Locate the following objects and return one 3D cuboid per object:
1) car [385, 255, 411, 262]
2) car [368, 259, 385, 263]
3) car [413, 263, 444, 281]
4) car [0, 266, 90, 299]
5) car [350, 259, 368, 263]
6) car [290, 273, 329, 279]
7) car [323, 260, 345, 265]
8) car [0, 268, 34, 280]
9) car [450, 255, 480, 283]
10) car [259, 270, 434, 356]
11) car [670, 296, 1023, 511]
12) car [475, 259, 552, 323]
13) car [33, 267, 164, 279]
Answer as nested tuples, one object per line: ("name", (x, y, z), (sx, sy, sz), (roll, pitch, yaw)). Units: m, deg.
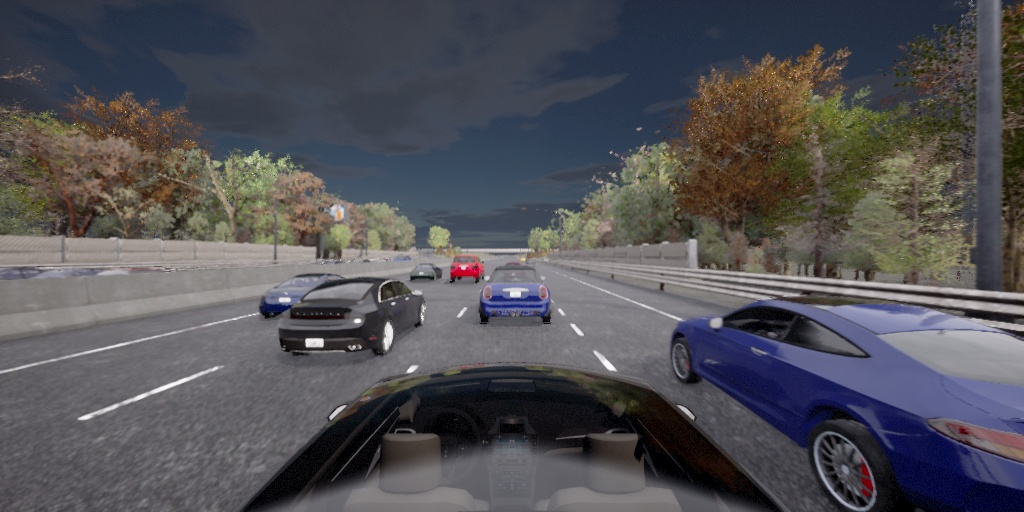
("car", (-17.556, 0.924, 56.615), (2.150, 2.045, 5.566), (0, 0, 1))
("car", (-21.051, 1.229, 58.037), (1.812, 1.442, 4.674), (0, 0, 1))
("car", (-6.901, 1.285, 29.334), (1.994, 1.385, 4.181), (0, 0, 0))
("car", (-24.603, 1.278, 17.350), (2.033, 1.411, 5.357), (0, 0, 0))
("car", (-24.542, 1.181, 57.989), (1.882, 1.535, 5.008), (0, 0, 1))
("car", (-6.899, 1.299, 12.889), (1.994, 1.385, 4.181), (0, 0, 0))
("car", (-28.043, 1.267, 56.566), (1.994, 1.385, 4.181), (0, 0, 1))
("car", (-21.102, 1.278, 17.362), (2.033, 1.411, 5.357), (0, 0, 0))
("car", (-3.404, 0.944, 27.861), (2.150, 2.045, 5.566), (0, 0, 0))
("car", (-3.400, 1.245, 8.592), (1.837, 1.490, 4.892), (0, 0, 0))
("car", (3.457, 1.174, 3.986), (1.812, 1.442, 4.674), (0, 0, 2))
("car", (0.097, 1.088, 12.181), (2.097, 1.767, 4.553), (0, 0, 0))
("car", (-17.601, 1.257, 16.272), (1.812, 1.442, 4.674), (0, 0, 0))
